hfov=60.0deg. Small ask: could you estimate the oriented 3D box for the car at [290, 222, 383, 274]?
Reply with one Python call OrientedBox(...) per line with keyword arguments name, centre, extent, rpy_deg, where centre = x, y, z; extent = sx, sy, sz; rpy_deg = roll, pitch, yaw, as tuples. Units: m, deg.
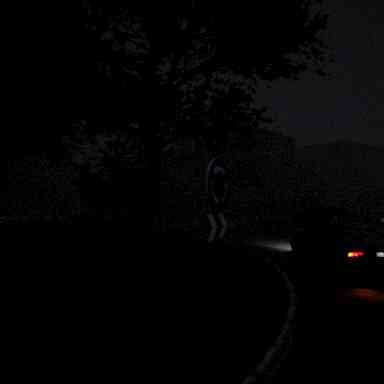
OrientedBox(name="car", centre=(4.889, 1.695, 11.073), extent=(2.033, 1.411, 5.357), rpy_deg=(0, -1, 0))
